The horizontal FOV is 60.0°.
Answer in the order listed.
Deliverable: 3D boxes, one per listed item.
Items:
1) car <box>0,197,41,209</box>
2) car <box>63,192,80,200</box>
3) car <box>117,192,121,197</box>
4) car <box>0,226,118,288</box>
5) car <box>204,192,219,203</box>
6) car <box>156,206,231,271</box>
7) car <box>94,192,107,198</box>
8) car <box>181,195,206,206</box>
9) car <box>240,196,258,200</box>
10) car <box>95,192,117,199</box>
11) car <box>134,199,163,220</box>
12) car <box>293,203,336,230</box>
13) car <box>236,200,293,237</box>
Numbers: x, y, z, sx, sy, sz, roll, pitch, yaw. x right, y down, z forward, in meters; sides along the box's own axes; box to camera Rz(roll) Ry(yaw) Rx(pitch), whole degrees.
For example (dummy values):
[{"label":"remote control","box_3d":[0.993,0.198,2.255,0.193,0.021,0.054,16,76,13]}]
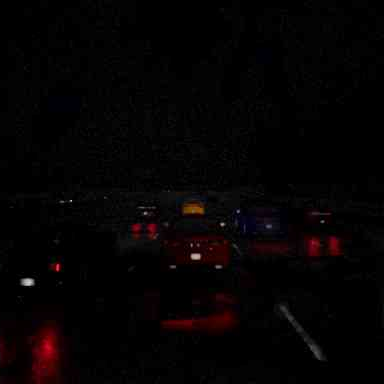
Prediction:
[{"label":"car","box_3d":[-17.603,1.285,34.959,1.837,1.490,4.892,0,1,0]},{"label":"car","box_3d":[-24.526,0.747,67.673,2.097,1.767,4.553,0,1,0]},{"label":"car","box_3d":[-17.529,0.702,75.421,1.994,1.385,4.181,0,1,0]},{"label":"car","box_3d":[-3.403,1.571,9.116,1.895,1.301,4.718,0,0,0]},{"label":"car","box_3d":[3.479,1.022,56.476,1.882,1.535,5.008,0,1,0]},{"label":"car","box_3d":[0.096,1.439,10.765,1.882,1.535,5.008,0,0,0]},{"label":"car","box_3d":[-21.030,0.700,76.816,1.812,1.442,4.674,0,1,0]},{"label":"car","box_3d":[0.089,1.309,29.012,1.882,1.535,5.008,0,0,0]},{"label":"car","box_3d":[7.083,1.227,41.107,1.837,1.490,4.892,0,1,0]},{"label":"car","box_3d":[-14.074,0.935,53.383,2.097,1.767,4.553,0,1,0]},{"label":"car","box_3d":[-3.411,1.341,26.747,2.128,1.511,4.902,0,0,0]},{"label":"car","box_3d":[7.083,1.390,20.459,2.128,1.511,4.902,0,0,0]},{"label":"car","box_3d":[3.493,1.398,17.527,1.882,1.535,5.008,0,0,0]}]
